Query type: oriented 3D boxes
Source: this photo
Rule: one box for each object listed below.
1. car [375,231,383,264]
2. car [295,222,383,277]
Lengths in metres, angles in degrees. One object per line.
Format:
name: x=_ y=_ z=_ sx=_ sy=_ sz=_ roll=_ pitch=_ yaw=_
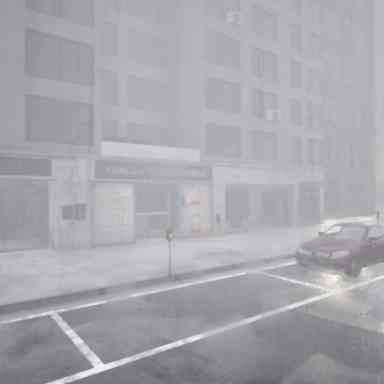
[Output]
car: x=6.647 y=1.596 z=8.130 sx=4.718 sy=1.301 sz=1.895 roll=0 pitch=0 yaw=-36
car: x=4.962 y=1.590 z=10.203 sx=4.206 sy=1.307 sz=1.802 roll=0 pitch=0 yaw=-36
